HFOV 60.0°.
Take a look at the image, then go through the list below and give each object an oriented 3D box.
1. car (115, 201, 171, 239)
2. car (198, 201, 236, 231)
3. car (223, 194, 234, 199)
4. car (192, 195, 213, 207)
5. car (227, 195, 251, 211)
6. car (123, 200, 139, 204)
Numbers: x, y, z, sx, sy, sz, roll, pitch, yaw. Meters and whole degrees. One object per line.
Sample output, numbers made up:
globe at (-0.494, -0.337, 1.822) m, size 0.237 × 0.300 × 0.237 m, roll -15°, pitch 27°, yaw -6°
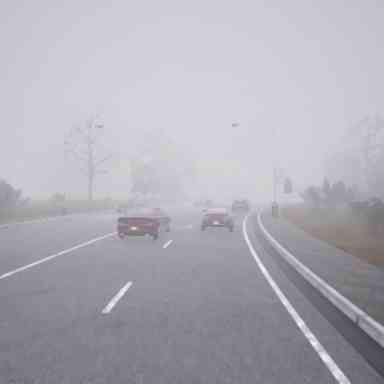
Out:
car at (-2.316, 1.464, 17.234) m, size 1.882 × 1.535 × 5.008 m, roll 0°, pitch 0°, yaw 6°
car at (1.648, 1.522, 20.543) m, size 1.812 × 1.442 × 4.674 m, roll 0°, pitch 0°, yaw 8°
car at (8.432, 1.161, 74.104) m, size 1.837 × 1.490 × 4.892 m, roll 0°, pitch 0°, yaw 29°
car at (1.640, 1.327, 50.346) m, size 2.097 × 1.767 × 4.553 m, roll 0°, pitch 0°, yaw 20°
car at (6.104, 1.494, 40.903) m, size 2.128 × 1.511 × 4.902 m, roll 0°, pitch 0°, yaw 16°
car at (-6.412, 1.560, 35.497) m, size 1.895 × 1.301 × 4.718 m, roll 0°, pitch 0°, yaw 13°
